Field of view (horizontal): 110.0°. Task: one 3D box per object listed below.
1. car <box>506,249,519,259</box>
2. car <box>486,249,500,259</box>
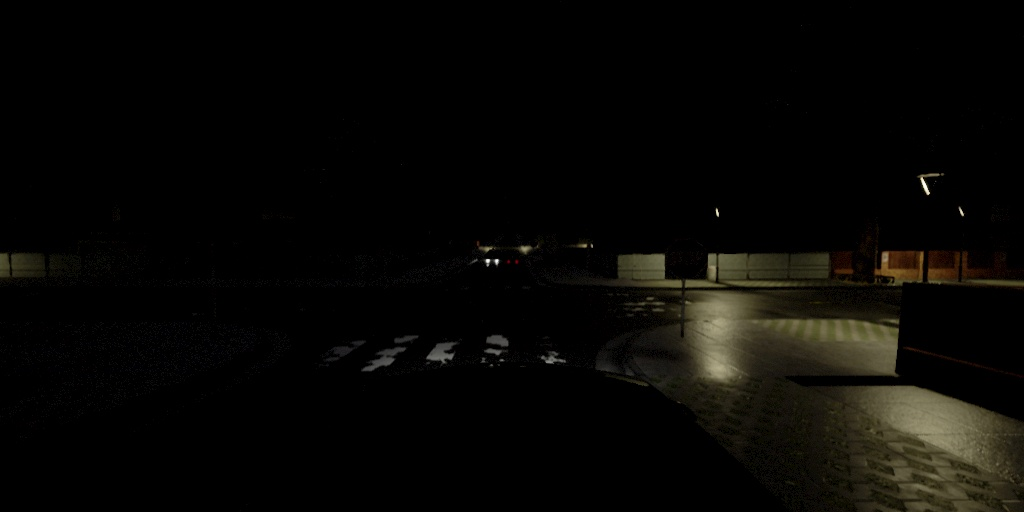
[{"bbox_3d":[0.107,-0.308,51.590,1.895,1.301,4.718,0,3,0],"label":"car"},{"bbox_3d":[-2.649,-0.336,51.031,2.033,1.411,5.357,0,3,0],"label":"car"}]
